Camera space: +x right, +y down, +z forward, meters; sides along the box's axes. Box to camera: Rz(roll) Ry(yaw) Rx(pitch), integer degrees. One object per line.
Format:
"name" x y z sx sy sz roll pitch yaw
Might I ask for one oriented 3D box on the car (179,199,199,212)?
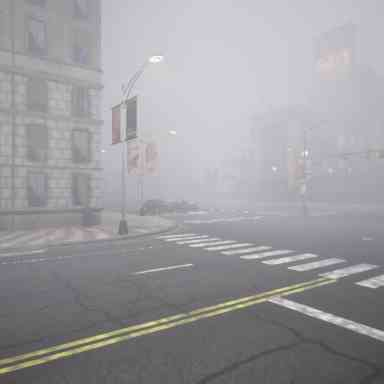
"car" -0.968 1.564 38.883 1.994 1.385 4.181 0 0 -36

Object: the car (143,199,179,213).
"car" -3.794 1.505 36.818 1.837 1.490 4.892 0 0 -36
